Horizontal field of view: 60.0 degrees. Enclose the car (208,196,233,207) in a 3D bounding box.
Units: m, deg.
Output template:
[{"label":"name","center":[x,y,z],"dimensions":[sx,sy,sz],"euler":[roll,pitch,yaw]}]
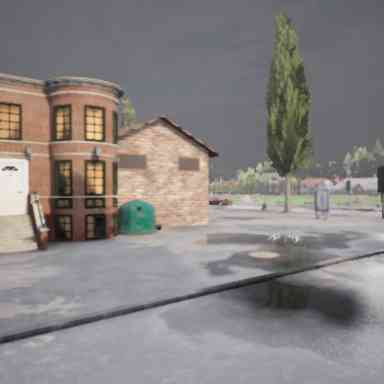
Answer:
[{"label":"car","center":[3.637,1.263,46.185],"dimensions":[1.882,1.535,5.008],"euler":[-1,0,-35]}]
